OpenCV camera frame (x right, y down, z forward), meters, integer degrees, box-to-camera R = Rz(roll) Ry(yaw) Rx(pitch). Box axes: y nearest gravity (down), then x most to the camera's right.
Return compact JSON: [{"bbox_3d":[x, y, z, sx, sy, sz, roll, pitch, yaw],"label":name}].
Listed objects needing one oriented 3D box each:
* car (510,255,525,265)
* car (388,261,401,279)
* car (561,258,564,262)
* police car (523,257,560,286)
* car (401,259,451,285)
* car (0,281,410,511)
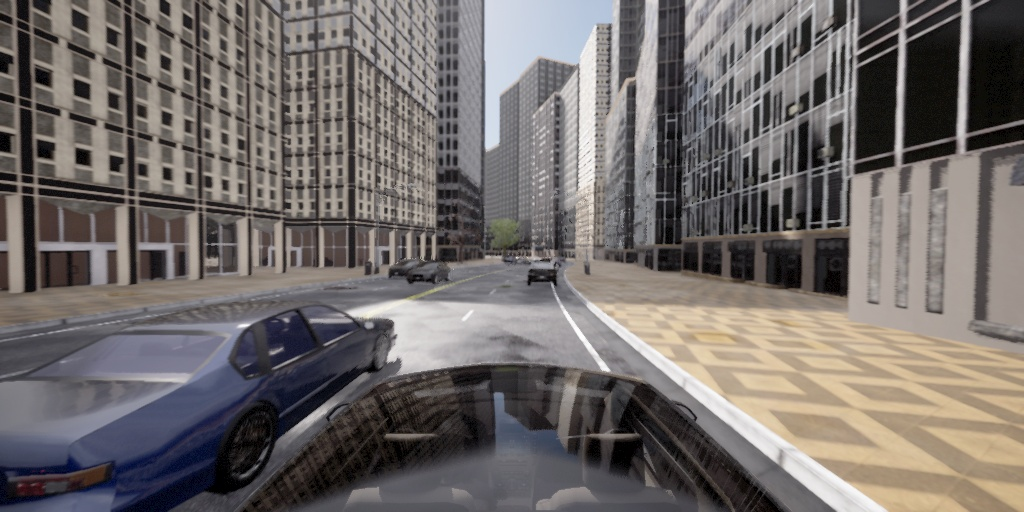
[{"bbox_3d":[1.736,0.879,64.636,2.128,1.511,4.902,1,0,13],"label":"car"},{"bbox_3d":[-8.251,1.006,29.013,1.882,1.535,5.008,0,0,7],"label":"car"},{"bbox_3d":[6.900,1.020,58.151,1.812,1.442,4.674,1,1,12],"label":"car"},{"bbox_3d":[2.068,1.069,24.431,1.930,1.638,5.238,1,0,6],"label":"police car"},{"bbox_3d":[-5.485,1.087,24.238,1.837,1.490,4.892,0,0,6],"label":"car"},{"bbox_3d":[-3.116,1.262,4.438,2.033,1.411,5.357,0,0,1],"label":"car"}]
